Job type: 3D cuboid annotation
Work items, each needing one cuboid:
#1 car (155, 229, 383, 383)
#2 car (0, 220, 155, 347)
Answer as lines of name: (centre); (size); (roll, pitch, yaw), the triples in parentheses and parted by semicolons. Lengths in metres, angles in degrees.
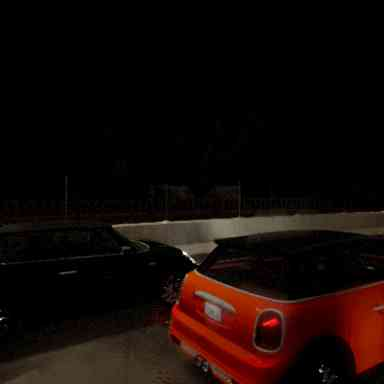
car: (2.018, 1.339, 4.831); (4.553, 1.767, 2.097); (0, 0, -33)
car: (-2.056, 1.330, 6.358); (4.553, 1.767, 2.097); (0, 0, -34)
